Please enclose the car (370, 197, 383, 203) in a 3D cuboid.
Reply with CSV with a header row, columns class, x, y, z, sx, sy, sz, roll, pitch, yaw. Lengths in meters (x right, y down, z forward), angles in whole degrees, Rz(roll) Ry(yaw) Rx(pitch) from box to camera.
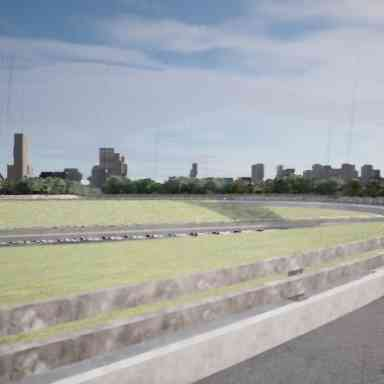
class,x,y,z,sx,sy,sz,roll,pitch,yaw
car,42.510,2.016,74.057,2.033,1.411,5.357,0,-1,3
